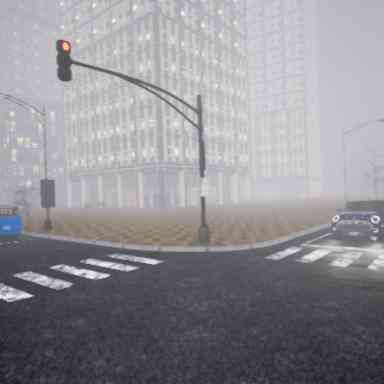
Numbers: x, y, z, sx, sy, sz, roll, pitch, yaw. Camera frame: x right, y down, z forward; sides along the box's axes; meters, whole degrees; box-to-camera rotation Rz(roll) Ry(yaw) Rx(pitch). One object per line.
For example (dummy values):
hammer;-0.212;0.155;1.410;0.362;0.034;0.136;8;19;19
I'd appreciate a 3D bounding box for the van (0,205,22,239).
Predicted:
van;-10.685;1.606;17.823;3.998;1.788;1.690;-2;0;40

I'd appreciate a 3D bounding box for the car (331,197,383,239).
car;8.227;1.139;15.898;2.097;1.767;4.553;-2;0;38
